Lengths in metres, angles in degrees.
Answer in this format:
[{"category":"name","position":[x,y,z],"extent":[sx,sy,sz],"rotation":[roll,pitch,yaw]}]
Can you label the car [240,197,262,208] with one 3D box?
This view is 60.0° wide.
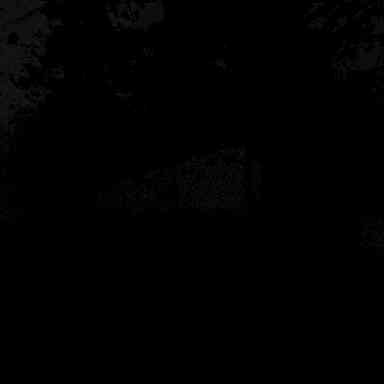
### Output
[{"category":"car","position":[8.319,1.446,46.770],"extent":[1.882,1.535,5.008],"rotation":[1,0,-10]}]
